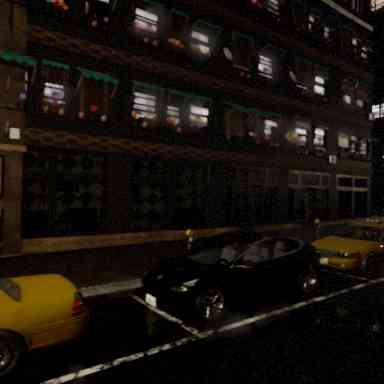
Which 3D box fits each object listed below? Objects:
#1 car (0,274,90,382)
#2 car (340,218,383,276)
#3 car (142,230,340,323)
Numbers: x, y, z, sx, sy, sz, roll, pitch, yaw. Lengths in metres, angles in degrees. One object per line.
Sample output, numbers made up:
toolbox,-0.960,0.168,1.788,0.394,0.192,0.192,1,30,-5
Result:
car,-3.725,1.525,3.843,4.829,1.417,1.752,0,1,-35
car,5.532,1.536,10.444,4.829,1.417,1.752,0,1,-35
car,1.041,1.571,7.243,4.313,1.339,1.947,0,1,-35
